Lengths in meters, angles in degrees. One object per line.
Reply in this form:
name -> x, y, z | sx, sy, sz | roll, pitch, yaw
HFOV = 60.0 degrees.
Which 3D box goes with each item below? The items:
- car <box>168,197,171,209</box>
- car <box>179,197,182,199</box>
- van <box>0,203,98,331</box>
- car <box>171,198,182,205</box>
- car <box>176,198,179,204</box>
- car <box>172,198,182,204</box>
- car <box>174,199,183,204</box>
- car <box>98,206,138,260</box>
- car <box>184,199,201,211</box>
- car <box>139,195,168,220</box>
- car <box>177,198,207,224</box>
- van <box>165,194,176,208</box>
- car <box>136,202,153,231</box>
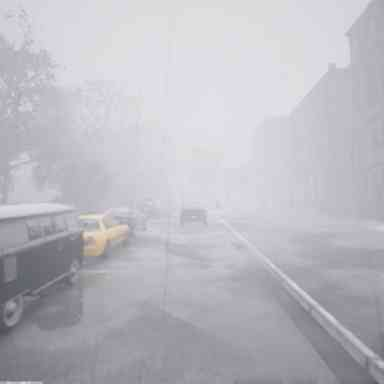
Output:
car -> -3.669, 1.578, 34.612 | 2.002, 1.452, 4.674 | 0, 0, 2
car -> -3.666, 1.902, 68.030 | 2.163, 1.488, 4.792 | 1, -2, 2
van -> -3.653, 1.262, 6.880 | 1.878, 1.987, 4.442 | 0, 0, 2
car -> -3.673, 2.196, 79.135 | 2.097, 1.535, 5.008 | 1, -2, 2
car -> -3.678, 1.447, 51.296 | 2.185, 1.767, 4.553 | 0, 0, 2
car -> -3.683, 2.358, 84.694 | 2.097, 1.535, 5.008 | 0, -1, 2
car -> -3.688, 2.551, 90.298 | 2.163, 1.488, 4.792 | 0, -1, 2
car -> -3.652, 1.493, 12.518 | 1.946, 1.575, 5.366 | 0, 0, 2
car -> 0.080, 1.622, 42.452 | 2.033, 1.411, 5.357 | 0, 0, 0
car -> -3.668, 1.401, 29.013 | 2.185, 1.767, 4.553 | 0, 0, 2
car -> 0.089, 1.516, 24.894 | 1.882, 1.535, 5.008 | 0, 0, 0
van -> -3.670, 1.335, 45.873 | 1.878, 1.987, 4.442 | 0, 0, 2
car -> -3.662, 1.505, 17.898 | 2.097, 1.535, 5.008 | 0, 0, 2
